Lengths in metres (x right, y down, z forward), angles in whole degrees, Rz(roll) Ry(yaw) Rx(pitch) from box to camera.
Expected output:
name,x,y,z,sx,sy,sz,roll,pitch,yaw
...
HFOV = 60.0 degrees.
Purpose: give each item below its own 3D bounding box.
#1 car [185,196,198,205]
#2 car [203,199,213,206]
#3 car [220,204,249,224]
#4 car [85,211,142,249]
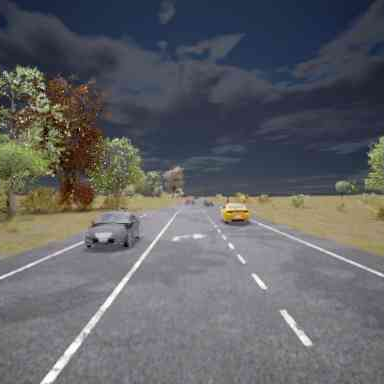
name,x,y,z,sx,sy,sz,roll,pitch,yaw
car,-0.389,1.902,75.769,2.150,2.045,5.566,-1,-1,2
car,3.259,2.113,66.814,2.033,1.411,5.357,0,-1,0
car,3.409,1.690,27.033,1.882,1.535,5.008,0,-1,0
car,-3.551,1.663,15.688,2.128,1.511,4.902,0,-1,0
